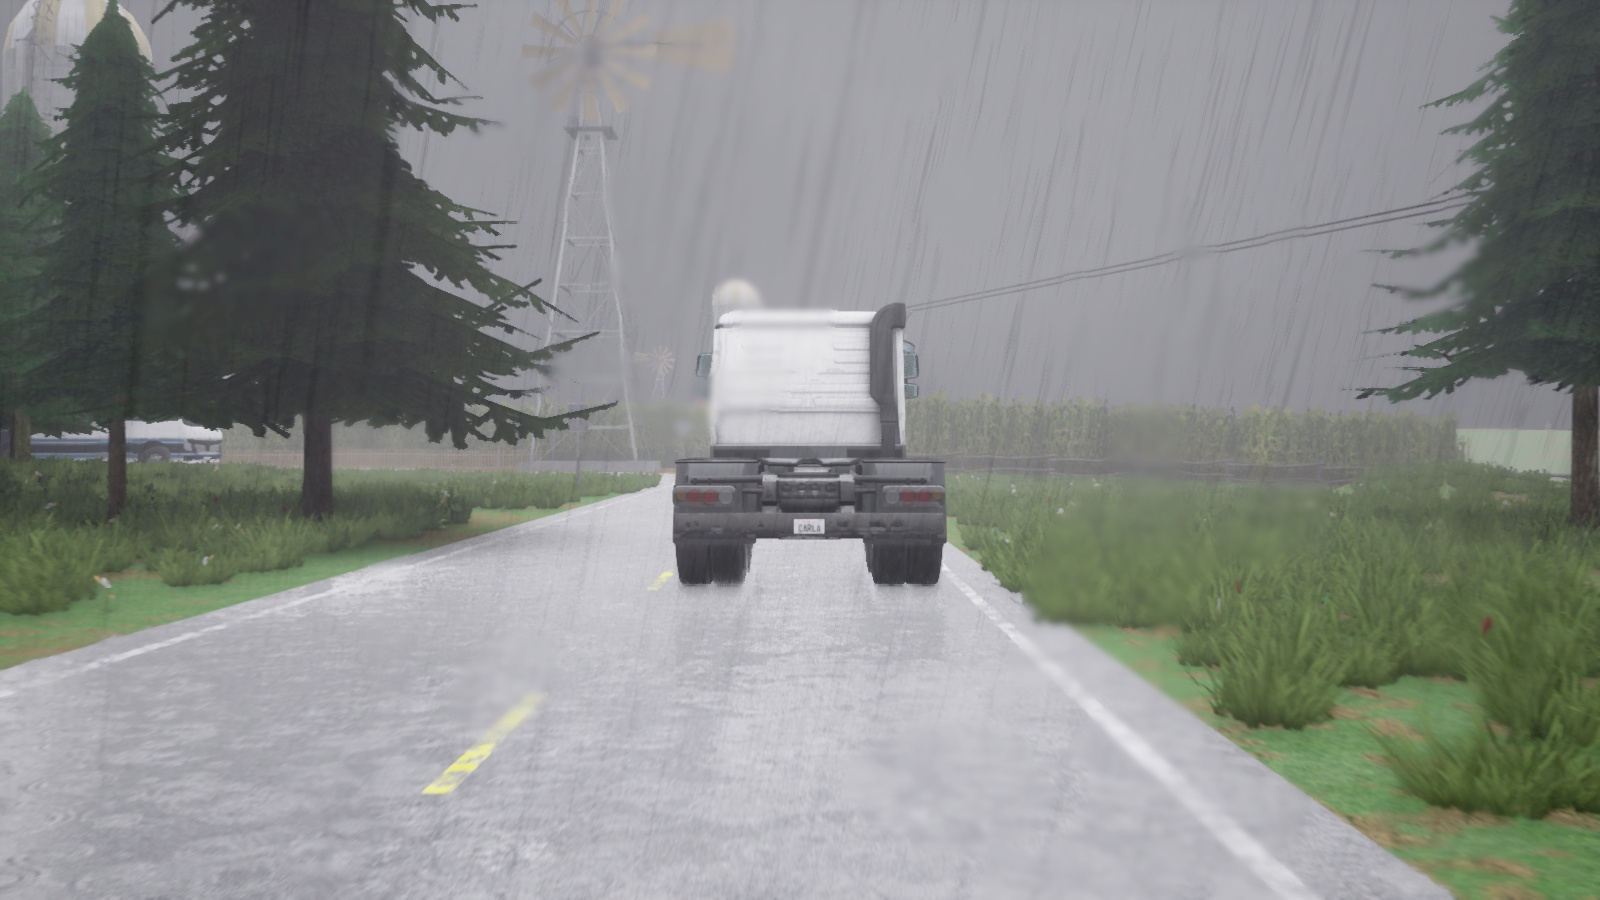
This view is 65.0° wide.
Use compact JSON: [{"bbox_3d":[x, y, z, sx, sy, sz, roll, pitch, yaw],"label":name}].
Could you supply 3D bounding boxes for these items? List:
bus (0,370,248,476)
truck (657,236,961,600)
[{"bbox_3d":[-28.894,-1.087,52.077,10.273,4.253,3.944,0,0,1],"label":"bus"},{"bbox_3d":[0.107,-0.325,15.909,2.891,3.462,7.936,0,0,0],"label":"truck"}]
